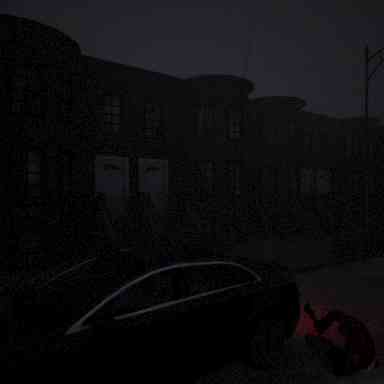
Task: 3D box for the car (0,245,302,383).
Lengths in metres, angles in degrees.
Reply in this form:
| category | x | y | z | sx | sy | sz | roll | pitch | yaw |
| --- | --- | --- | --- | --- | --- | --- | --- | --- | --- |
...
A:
| category | x | y | z | sx | sy | sz | roll | pitch | yaw |
| --- | --- | --- | --- | --- | --- | --- | --- | --- | --- |
| car | -0.704 | 1.492 | 4.104 | 4.902 | 1.511 | 2.128 | 0 | 0 | -36 |
